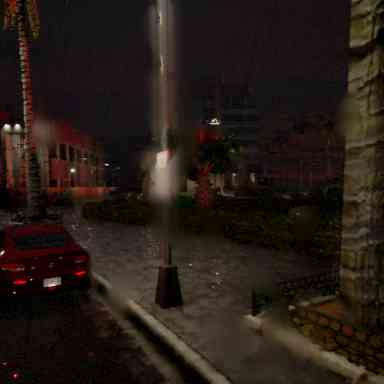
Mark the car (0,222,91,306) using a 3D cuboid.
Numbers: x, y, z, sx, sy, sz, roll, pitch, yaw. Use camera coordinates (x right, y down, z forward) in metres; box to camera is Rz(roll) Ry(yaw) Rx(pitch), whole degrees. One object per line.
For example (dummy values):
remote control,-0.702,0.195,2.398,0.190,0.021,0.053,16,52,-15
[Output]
car,-3.797,1.465,7.991,1.812,1.442,4.674,-2,1,-33
